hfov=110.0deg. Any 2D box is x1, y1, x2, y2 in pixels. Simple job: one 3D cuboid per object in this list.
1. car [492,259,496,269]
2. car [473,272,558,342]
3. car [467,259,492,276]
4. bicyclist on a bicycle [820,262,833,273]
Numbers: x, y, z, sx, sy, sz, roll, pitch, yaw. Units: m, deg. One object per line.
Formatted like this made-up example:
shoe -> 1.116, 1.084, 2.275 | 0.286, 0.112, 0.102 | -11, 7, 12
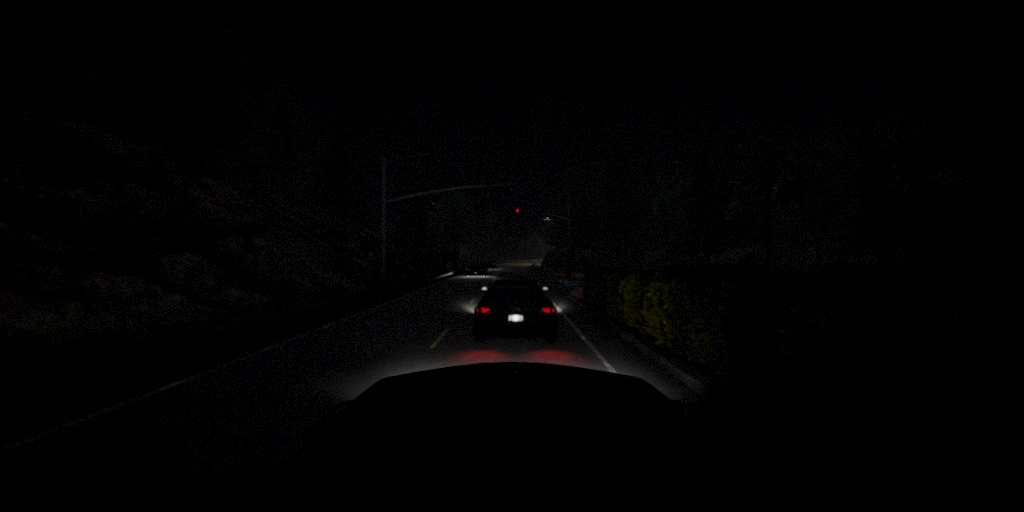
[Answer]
car -> -3.529, 1.201, 57.611 | 1.882, 1.535, 5.008 | 0, 0, 1
car -> 0.081, 1.310, 9.755 | 1.994, 1.385, 4.181 | 0, 0, 0
car -> -3.580, 1.281, 37.689 | 2.033, 1.411, 5.357 | 0, 0, 0
bicyclist on a bicycle -> 19.832, 1.204, 22.354 | 0.582, 1.620, 1.656 | 0, 0, 0
